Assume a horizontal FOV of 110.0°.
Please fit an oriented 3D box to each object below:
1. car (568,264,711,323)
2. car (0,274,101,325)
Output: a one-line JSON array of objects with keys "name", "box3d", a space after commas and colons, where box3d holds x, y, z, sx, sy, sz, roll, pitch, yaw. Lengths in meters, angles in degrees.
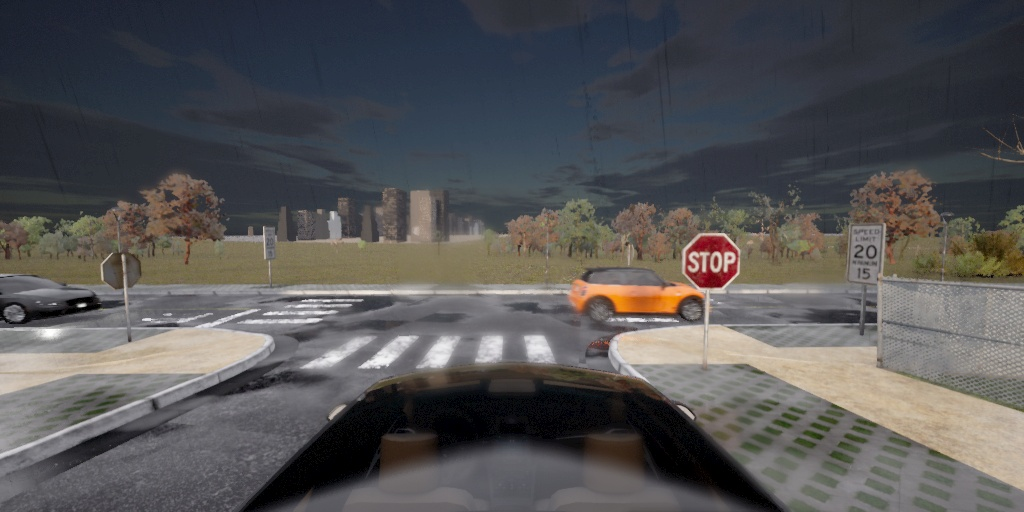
[{"name": "car", "box3d": [4.350, 1.176, 12.417, 4.553, 1.767, 2.097, 1, 4, -2]}, {"name": "car", "box3d": [-16.553, 1.360, 11.675, 4.892, 1.490, 1.837, 0, 4, -2]}]
